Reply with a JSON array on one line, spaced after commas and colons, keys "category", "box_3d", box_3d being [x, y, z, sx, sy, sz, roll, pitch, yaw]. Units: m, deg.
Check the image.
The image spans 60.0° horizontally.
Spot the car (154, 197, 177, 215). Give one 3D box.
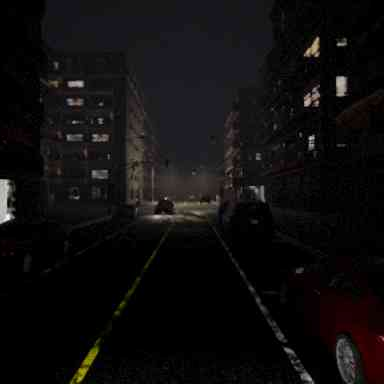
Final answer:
[{"category": "car", "box_3d": [-2.772, 1.565, 34.538, 2.033, 1.411, 5.357, 0, 0, 0]}]

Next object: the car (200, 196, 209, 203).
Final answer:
[{"category": "car", "box_3d": [2.582, 1.585, 70.956, 1.752, 1.417, 4.829, 1, 0, 0]}]

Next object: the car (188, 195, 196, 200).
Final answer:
[{"category": "car", "box_3d": [0.002, 1.442, 90.649, 1.882, 1.535, 5.008, 0, 0, 0]}]

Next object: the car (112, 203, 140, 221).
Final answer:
[{"category": "car", "box_3d": [-5.300, 1.592, 27.100, 1.802, 1.307, 4.206, 1, 0, 0]}]

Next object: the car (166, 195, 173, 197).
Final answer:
[{"category": "car", "box_3d": [-5.299, 1.618, 65.180, 1.947, 1.339, 4.313, 1, 0, 0]}]

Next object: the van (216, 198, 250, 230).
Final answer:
[{"category": "van", "box_3d": [2.552, 1.345, 21.515, 1.690, 1.788, 3.998, 1, 0, 0]}]

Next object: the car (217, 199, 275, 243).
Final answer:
[{"category": "car", "box_3d": [2.553, 1.315, 15.983, 2.192, 1.841, 5.009, 1, 0, 0]}]

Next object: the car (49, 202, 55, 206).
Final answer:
[{"category": "car", "box_3d": [-24.444, 1.718, 52.916, 4.829, 1.417, 1.752, 0, -1, 0]}]

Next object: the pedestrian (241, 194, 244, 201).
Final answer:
[{"category": "pedestrian", "box_3d": [6.011, 1.153, 39.453, 0.375, 1.860, 0.375, 1, -1, 0]}]

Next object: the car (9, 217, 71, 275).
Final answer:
[{"category": "car", "box_3d": [-5.298, 1.543, 10.507, 1.887, 1.381, 4.507, 1, 0, 0]}]

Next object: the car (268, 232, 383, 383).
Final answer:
[{"category": "car", "box_3d": [2.548, 1.580, 4.920, 1.802, 1.307, 4.206, 1, 0, 0]}]

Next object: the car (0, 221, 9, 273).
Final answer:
[{"category": "car", "box_3d": [-5.292, 1.313, 4.975, 2.192, 1.841, 5.009, 1, 0, 0]}]

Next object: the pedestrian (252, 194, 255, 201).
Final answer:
[{"category": "pedestrian", "box_3d": [7.011, 1.123, 38.253, 0.375, 1.860, 0.375, 1, -1, 0]}]

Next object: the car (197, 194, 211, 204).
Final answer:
[{"category": "car", "box_3d": [2.586, 1.367, 65.226, 2.192, 1.841, 5.009, 1, 0, 0]}]

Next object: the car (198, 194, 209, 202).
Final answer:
[{"category": "car", "box_3d": [2.585, 1.385, 76.351, 2.192, 1.841, 5.009, 1, 0, 0]}]

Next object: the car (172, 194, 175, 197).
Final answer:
[{"category": "car", "box_3d": [-5.299, 1.626, 70.742, 1.947, 1.339, 4.313, 1, 0, 0]}]
